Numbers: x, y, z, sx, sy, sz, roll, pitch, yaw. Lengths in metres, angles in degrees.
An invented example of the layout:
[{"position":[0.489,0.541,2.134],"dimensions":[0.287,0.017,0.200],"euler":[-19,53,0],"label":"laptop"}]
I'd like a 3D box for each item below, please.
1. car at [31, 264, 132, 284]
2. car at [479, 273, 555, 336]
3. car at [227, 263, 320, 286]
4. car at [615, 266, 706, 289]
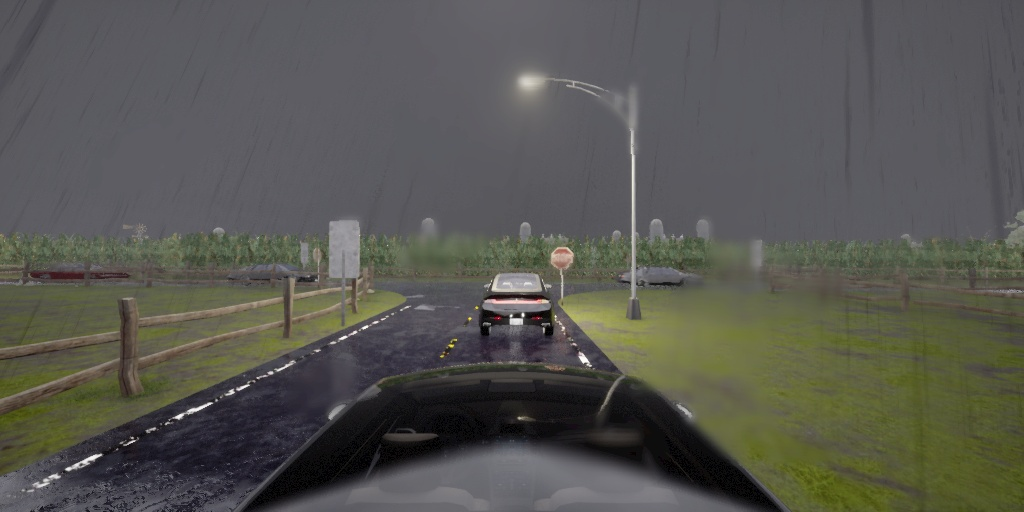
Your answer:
[{"position":[-28.104,1.146,23.532],"dimensions":[4.718,1.301,1.895],"euler":[0,-1,0],"label":"car"},{"position":[0.161,1.244,10.386],"dimensions":[2.128,1.511,4.902],"euler":[0,0,2],"label":"car"},{"position":[-15.415,1.177,23.430],"dimensions":[5.357,1.411,2.033],"euler":[0,-1,0],"label":"car"},{"position":[9.481,1.362,23.222],"dimensions":[5.357,1.411,2.033],"euler":[0,-1,0],"label":"car"}]
